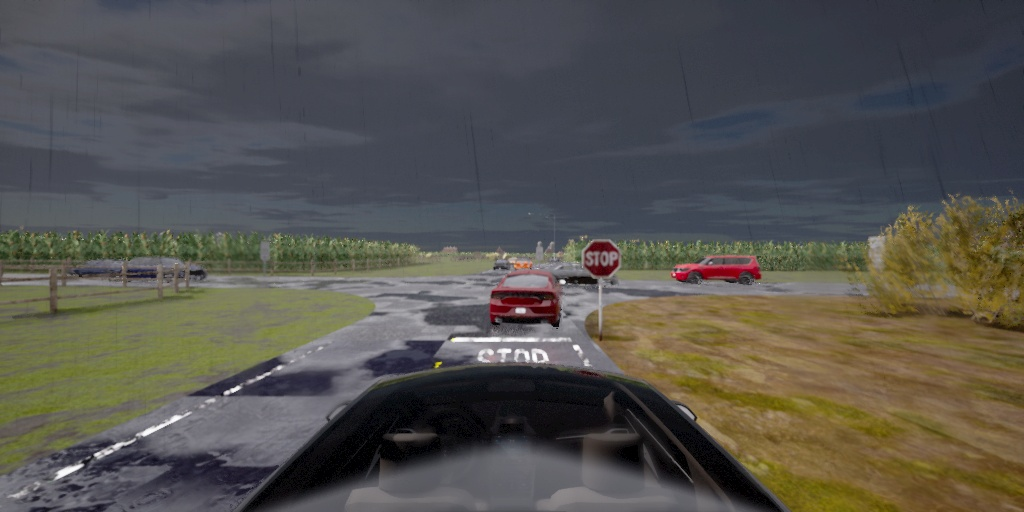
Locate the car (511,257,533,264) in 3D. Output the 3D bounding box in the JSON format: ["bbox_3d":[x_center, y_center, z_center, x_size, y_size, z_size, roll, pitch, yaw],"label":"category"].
[{"bbox_3d":[1.439,0.939,44.013,2.097,1.767,4.553,0,0,6],"label":"car"}]

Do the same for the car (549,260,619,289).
[{"bbox_3d":[4.062,1.185,22.199,4.902,1.511,2.128,0,0,4],"label":"car"}]

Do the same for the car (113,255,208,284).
[{"bbox_3d":[-23.036,0.854,23.858,4.553,1.767,2.097,0,0,3],"label":"car"}]

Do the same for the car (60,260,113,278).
[{"bbox_3d":[-31.675,0.980,27.935,5.357,1.411,2.033,0,0,3],"label":"car"}]

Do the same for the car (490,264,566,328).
[{"bbox_3d":[0.633,1.187,11.341,1.882,1.535,5.008,0,0,10],"label":"car"}]

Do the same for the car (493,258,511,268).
[{"bbox_3d":[-1.190,1.129,46.007,2.033,1.411,5.357,0,0,6],"label":"car"}]

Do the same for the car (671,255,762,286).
[{"bbox_3d":[14.223,0.977,25.072,5.566,2.045,2.150,0,0,5],"label":"car"}]

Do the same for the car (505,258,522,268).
[{"bbox_3d":[0.258,1.027,55.977,1.882,1.535,5.008,0,0,10],"label":"car"}]
